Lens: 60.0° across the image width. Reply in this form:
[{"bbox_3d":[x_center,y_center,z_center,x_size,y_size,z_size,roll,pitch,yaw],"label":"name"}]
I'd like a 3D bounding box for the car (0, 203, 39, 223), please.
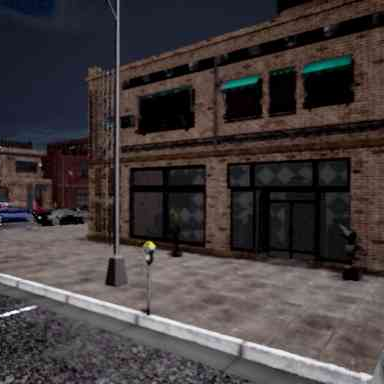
[{"bbox_3d":[-16.136,1.961,29.283,1.994,1.385,4.181,0,0,36],"label":"car"}]

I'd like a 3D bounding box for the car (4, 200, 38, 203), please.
[{"bbox_3d":[-17.231,1.711,32.165,2.192,1.841,5.009,0,-1,36],"label":"car"}]

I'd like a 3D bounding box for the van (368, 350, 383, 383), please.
[{"bbox_3d":[2.671,1.326,0.951,3.998,1.788,1.690,-1,1,36],"label":"van"}]

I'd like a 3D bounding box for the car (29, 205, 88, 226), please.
[{"bbox_3d":[-10.472,2.016,27.209,1.947,1.339,4.313,0,-1,36],"label":"car"}]
